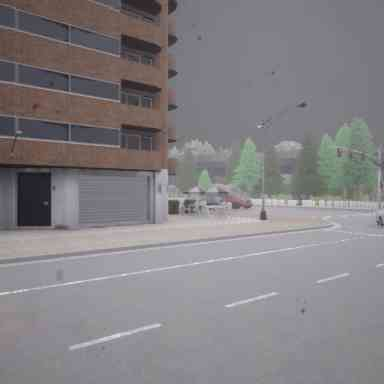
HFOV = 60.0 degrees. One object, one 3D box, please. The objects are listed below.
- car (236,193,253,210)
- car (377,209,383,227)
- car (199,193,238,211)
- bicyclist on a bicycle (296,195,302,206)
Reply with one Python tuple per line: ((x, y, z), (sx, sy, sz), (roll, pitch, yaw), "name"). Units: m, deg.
((5.168, 1.165, 42.447), (2.150, 2.045, 5.566), (0, 0, -37), "car")
((12.955, 1.518, 20.133), (1.812, 1.442, 4.674), (1, 0, 4), "car")
((2.816, 1.296, 39.629), (2.097, 1.767, 4.553), (0, 0, -37), "car")
((15.294, 1.245, 47.289), (1.656, 1.620, 0.582), (0, 0, -36), "bicyclist on a bicycle")
